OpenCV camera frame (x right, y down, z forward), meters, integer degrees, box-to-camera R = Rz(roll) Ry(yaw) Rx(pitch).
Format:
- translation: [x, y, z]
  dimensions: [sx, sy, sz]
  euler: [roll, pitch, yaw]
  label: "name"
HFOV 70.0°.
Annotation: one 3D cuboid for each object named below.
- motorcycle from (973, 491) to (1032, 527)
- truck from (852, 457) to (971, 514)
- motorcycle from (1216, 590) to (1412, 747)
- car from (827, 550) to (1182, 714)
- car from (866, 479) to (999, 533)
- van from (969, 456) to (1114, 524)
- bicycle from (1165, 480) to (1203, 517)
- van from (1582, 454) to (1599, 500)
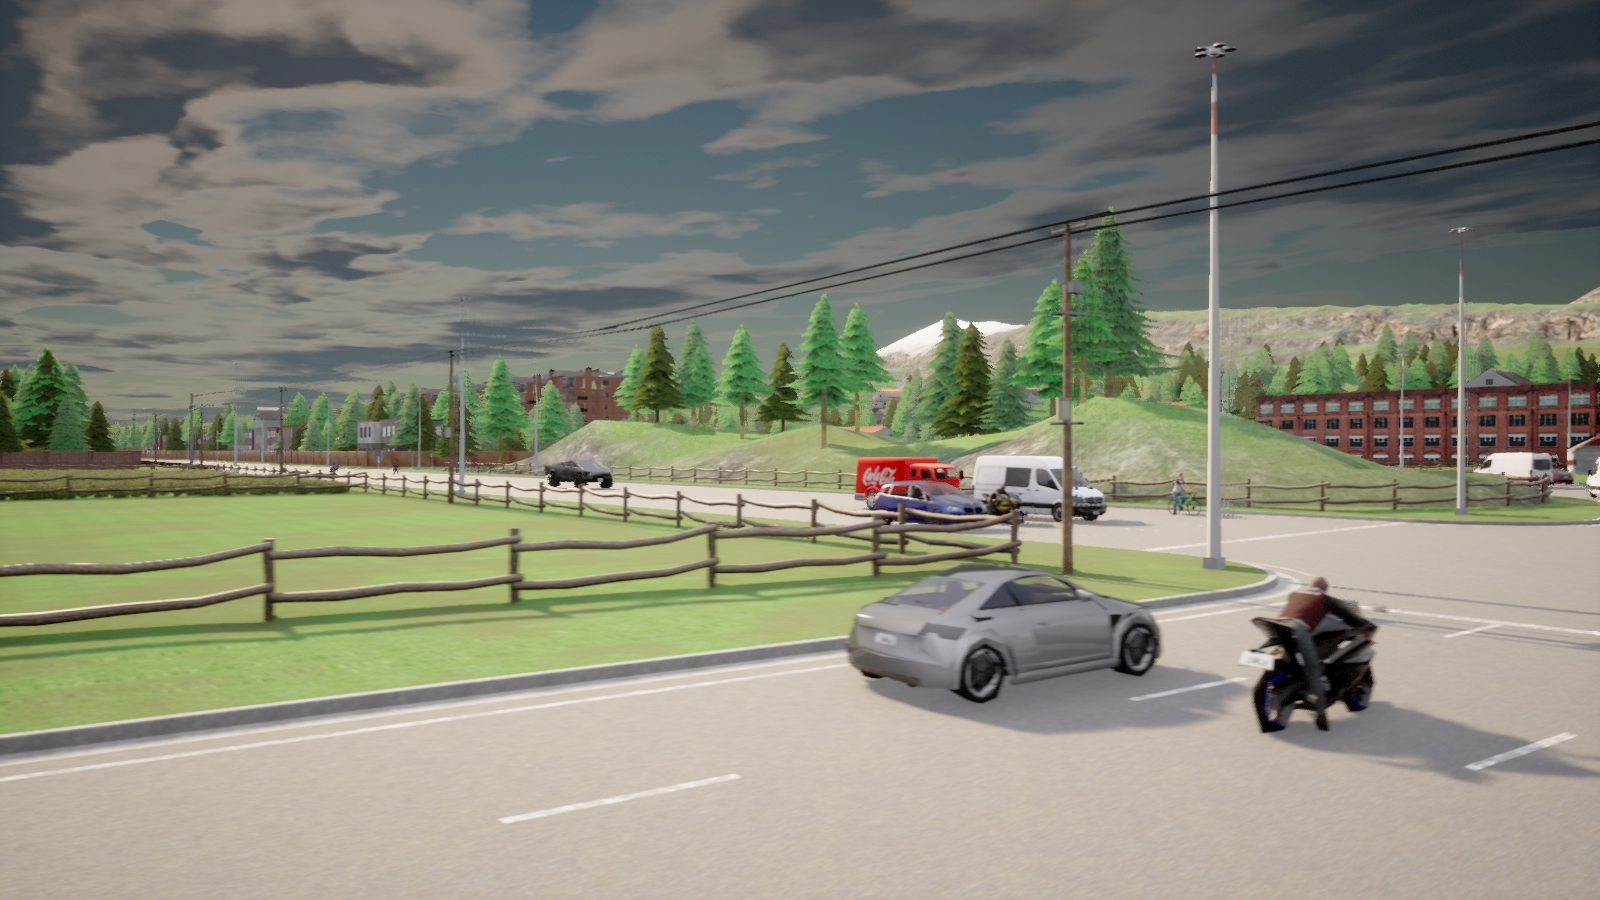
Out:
- translation: [7.598, 2.196, 43.021]
  dimensions: [0.867, 1.251, 2.209]
  euler: [0, 0, -36]
  label: "motorcycle"
- translation: [5.036, 1.558, 52.408]
  dimensions: [2.627, 2.467, 5.204]
  euler: [0, 0, -37]
  label: "truck"
- translation: [5.362, 2.201, 11.858]
  dimensions: [2.209, 1.251, 0.867]
  euler: [0, 0, -36]
  label: "motorcycle"
- translation: [2.606, 2.115, 14.176]
  dimensions: [4.181, 1.385, 1.994]
  euler: [0, 0, -36]
  label: "car"
- translation: [4.701, 1.959, 41.058]
  dimensions: [2.242, 1.667, 4.611]
  euler: [0, 0, -35]
  label: "car"
- translation: [9.640, 1.524, 46.170]
  dimensions: [1.988, 2.561, 5.915]
  euler: [0, 0, -36]
  label: "van"
- translation: [16.388, 2.044, 48.783]
  dimensions: [0.373, 1.496, 1.643]
  euler: [0, 0, -36]
  label: "bicycle"
- translation: [45.742, 1.513, 63.707]
  dimensions: [1.988, 2.561, 5.915]
  euler: [0, 0, 19]
  label: "van"
